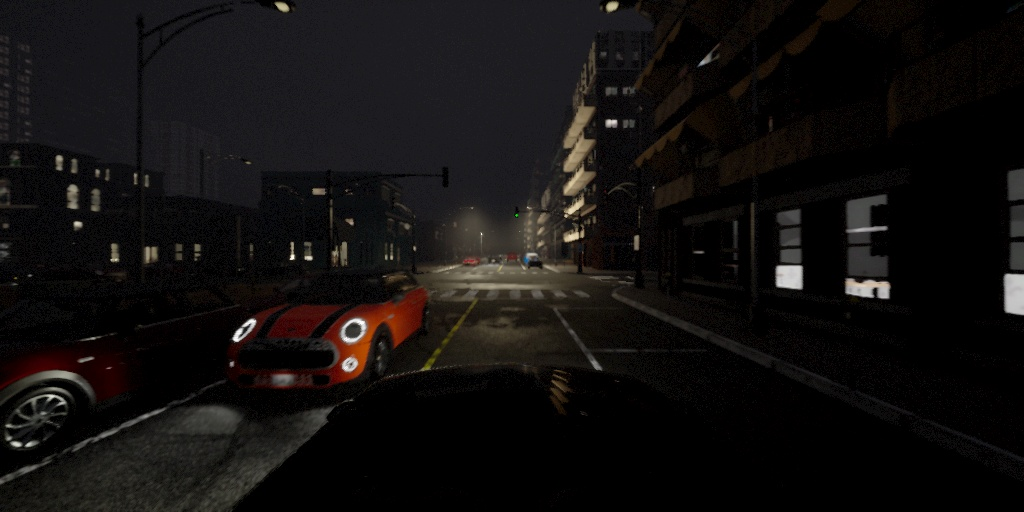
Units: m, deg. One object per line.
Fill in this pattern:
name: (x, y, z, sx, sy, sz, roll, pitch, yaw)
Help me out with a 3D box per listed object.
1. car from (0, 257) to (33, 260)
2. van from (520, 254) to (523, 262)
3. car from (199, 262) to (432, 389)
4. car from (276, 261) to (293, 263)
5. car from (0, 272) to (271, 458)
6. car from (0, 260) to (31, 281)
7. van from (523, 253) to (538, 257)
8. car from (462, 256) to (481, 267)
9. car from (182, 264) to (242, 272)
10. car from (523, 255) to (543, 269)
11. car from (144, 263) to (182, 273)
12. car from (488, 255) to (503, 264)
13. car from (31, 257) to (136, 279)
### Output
car: (-42.895, 1.003, 31.062, 5.009, 1.841, 2.192, 0, 0, 1)
van: (2.719, 0.433, 59.718, 1.690, 1.789, 3.998, 0, 0, 0)
car: (-3.058, 1.044, 7.047, 2.097, 1.767, 4.553, 0, 1, 0)
car: (-19.700, 1.132, 30.776, 4.403, 1.370, 2.007, 0, 0, 1)
car: (-5.655, 1.157, 4.817, 1.967, 1.591, 4.097, 0, 0, 0)
car: (-35.675, 1.197, 25.102, 4.181, 1.385, 1.994, 0, 0, 1)
van: (2.714, 0.564, 48.556, 1.690, 1.789, 3.998, 0, 0, 0)
car: (-5.667, 0.806, 48.525, 1.802, 1.307, 4.207, 0, 0, 0)
car: (-25.182, 1.172, 30.855, 4.313, 1.339, 1.948, 0, 0, 1)
car: (2.711, 0.839, 42.977, 2.007, 1.370, 4.403, 0, 0, 0)
car: (-30.661, 1.214, 30.932, 4.207, 1.307, 1.802, 0, 0, 1)
car: (-3.005, 0.586, 59.614, 2.128, 1.511, 4.902, 0, 1, 1)
car: (-26.363, 1.020, 22.232, 4.097, 1.591, 1.967, 0, 0, 1)
